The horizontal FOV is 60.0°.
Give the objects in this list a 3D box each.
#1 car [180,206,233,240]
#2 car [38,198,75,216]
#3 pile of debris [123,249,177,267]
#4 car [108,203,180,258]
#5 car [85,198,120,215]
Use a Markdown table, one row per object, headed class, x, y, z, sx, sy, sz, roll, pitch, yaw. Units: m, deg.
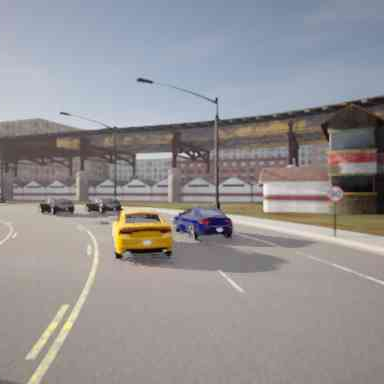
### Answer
| class | x | y | z | sx | sy | sz | roll | pitch | yaw |
| --- | --- | --- | --- | --- | --- | --- | --- | --- | --- |
| car | 0.431 | 1.407 | 16.232 | 1.812 | 1.442 | 4.674 | 0 | 0 | -19 |
| car | -12.571 | 1.322 | 30.654 | 2.128 | 1.511 | 4.902 | 0 | 0 | -44 |
| pile of debris | -1.417 | 2.103 | 10.759 | 1.500 | 0.140 | 1.860 | 0 | 0 | -14 |
| car | -2.035 | 1.393 | 12.610 | 1.882 | 1.535 | 5.008 | 0 | 0 | -15 |
| car | -8.416 | 1.301 | 31.258 | 2.128 | 1.511 | 4.902 | 0 | 0 | -41 |
